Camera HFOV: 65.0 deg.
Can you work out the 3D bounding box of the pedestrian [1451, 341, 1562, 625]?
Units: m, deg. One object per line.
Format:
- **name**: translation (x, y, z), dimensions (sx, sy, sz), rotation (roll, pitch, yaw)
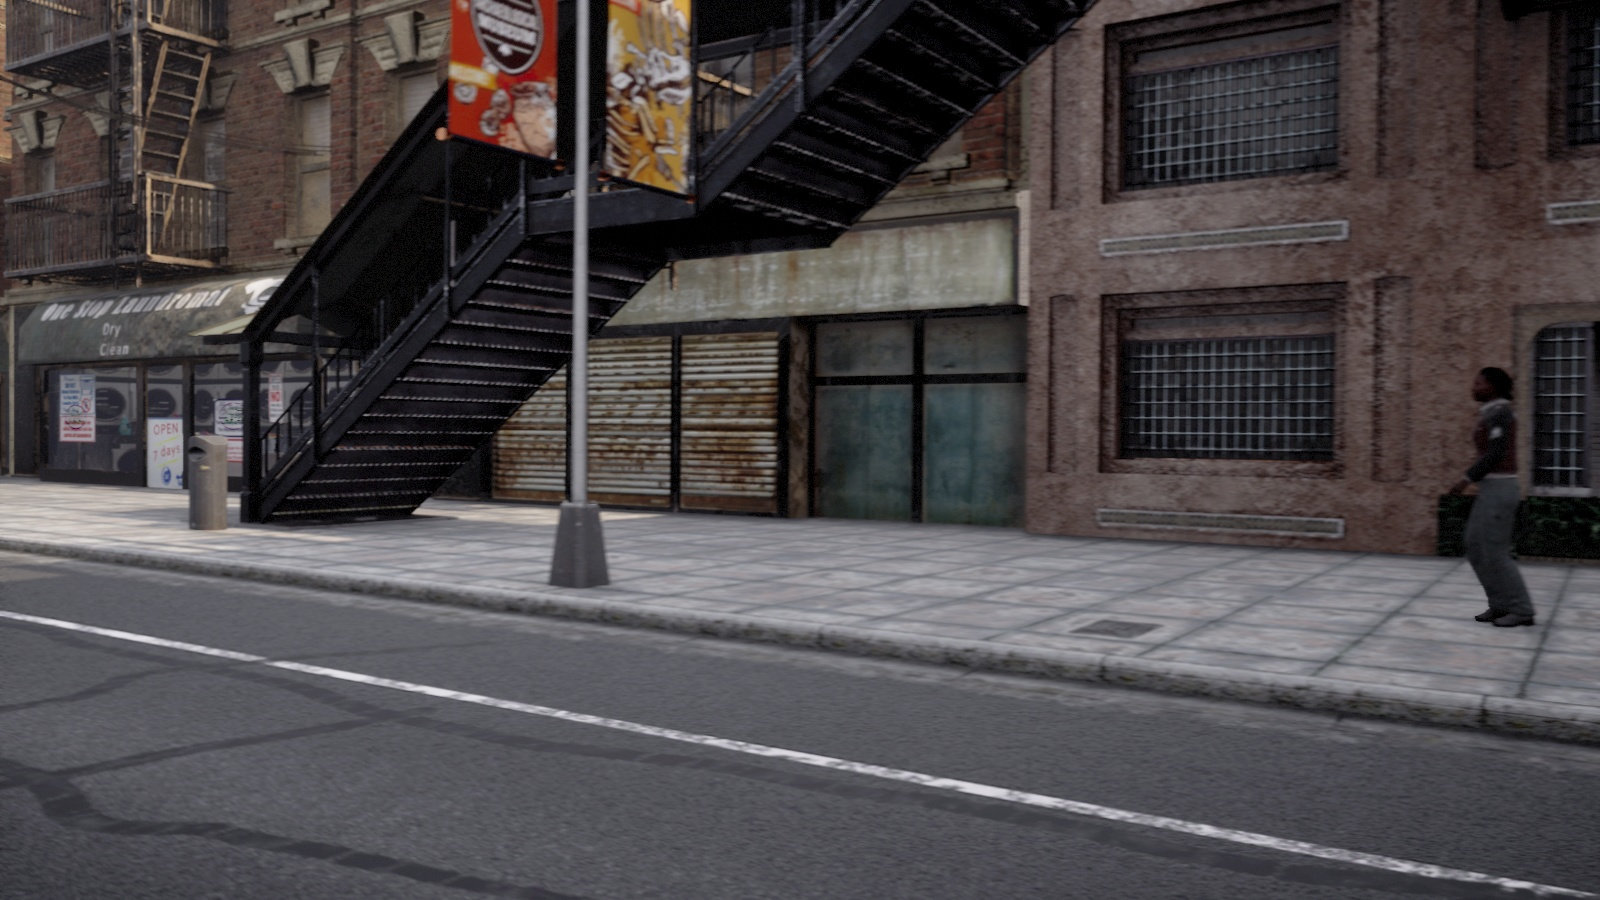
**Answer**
- **pedestrian**: translation (4.964, 0.222, 8.851), dimensions (0.666, 1.930, 0.402), rotation (0, 1, 27)
